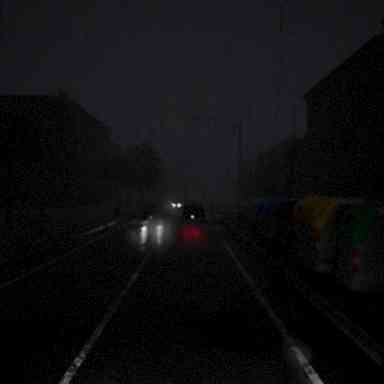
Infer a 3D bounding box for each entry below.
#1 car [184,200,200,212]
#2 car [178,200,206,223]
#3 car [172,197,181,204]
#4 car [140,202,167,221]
[{"bbox_3d":[-0.031,1.718,42.986,1.994,1.385,4.181,0,0,0],"label":"car"},{"bbox_3d":[0.022,1.564,26.410,1.837,1.490,4.892,0,-1,0],"label":"car"},{"bbox_3d":[-3.217,1.780,70.273,2.128,1.511,4.902,0,0,0],"label":"car"},{"bbox_3d":[-3.185,1.608,28.513,2.033,1.411,5.357,0,0,0],"label":"car"}]
